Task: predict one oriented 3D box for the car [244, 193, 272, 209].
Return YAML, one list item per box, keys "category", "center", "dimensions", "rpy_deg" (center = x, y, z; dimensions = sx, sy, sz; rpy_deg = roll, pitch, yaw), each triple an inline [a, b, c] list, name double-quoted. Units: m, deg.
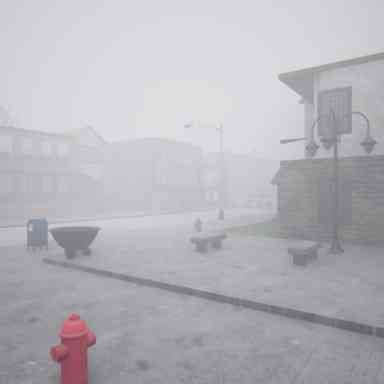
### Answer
- category: "car"
  center: [9.396, 1.223, 47.116]
  dimensions: [2.150, 2.045, 5.566]
  rpy_deg: [0, 0, 36]
